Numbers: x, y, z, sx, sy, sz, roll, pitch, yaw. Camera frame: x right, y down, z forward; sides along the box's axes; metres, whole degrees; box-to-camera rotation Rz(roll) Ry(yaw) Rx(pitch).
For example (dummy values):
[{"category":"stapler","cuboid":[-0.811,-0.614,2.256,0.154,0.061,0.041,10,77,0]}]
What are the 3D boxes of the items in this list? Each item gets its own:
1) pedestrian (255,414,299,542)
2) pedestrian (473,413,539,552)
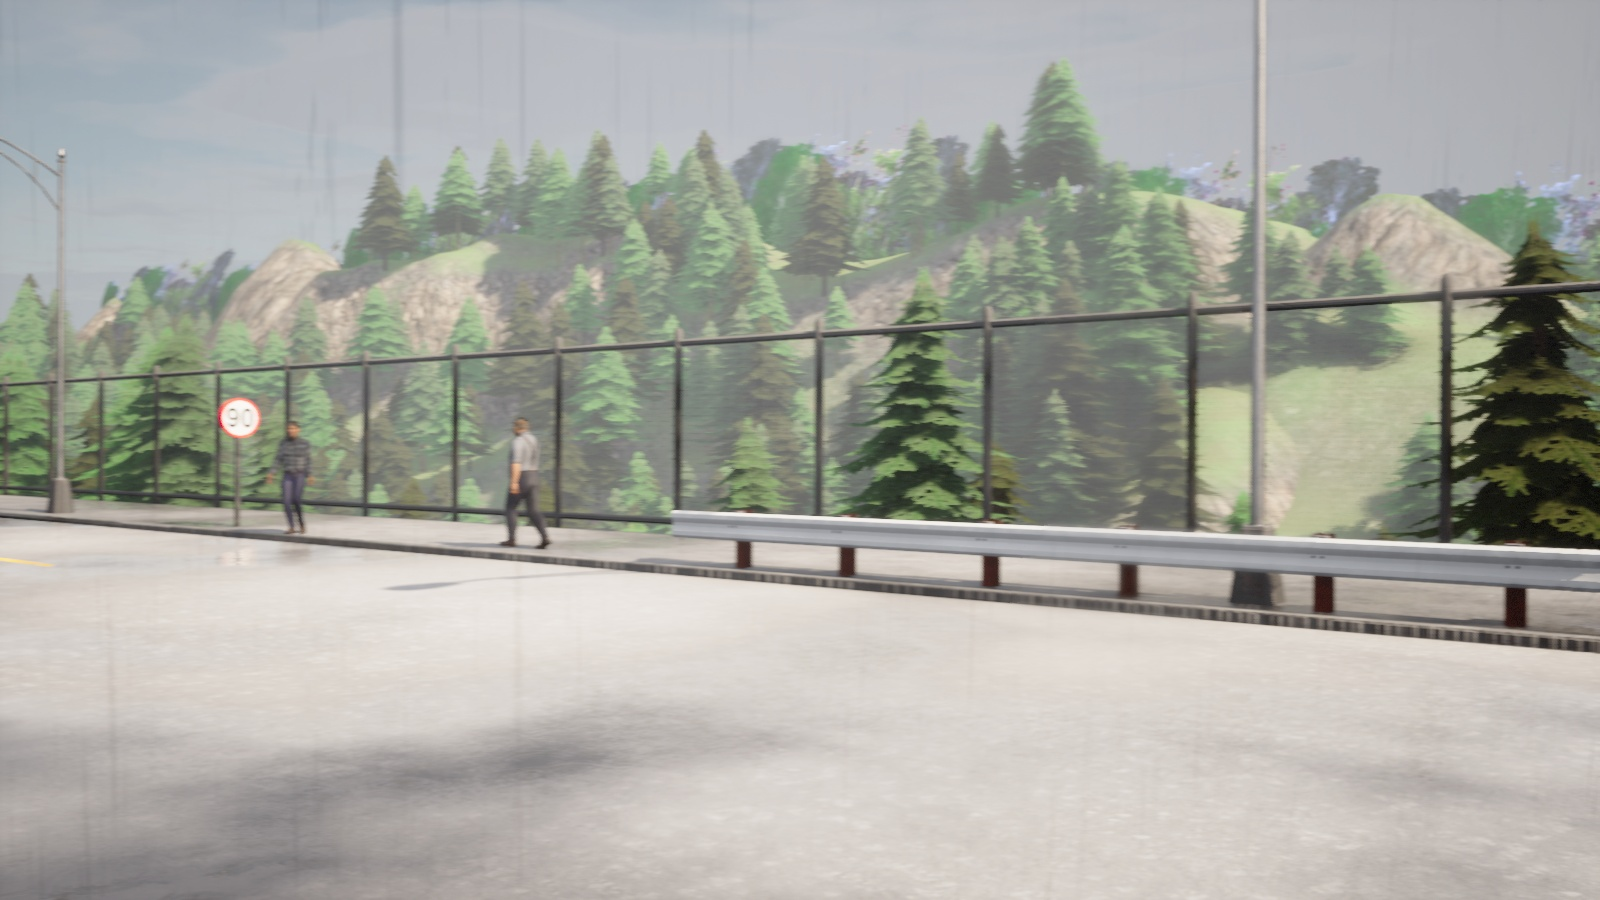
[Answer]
[{"category":"pedestrian","cuboid":[-8.177,0.429,19.659,0.423,1.949,0.788,0,0,-5]},{"category":"pedestrian","cuboid":[-4.009,0.433,17.118,0.694,1.848,0.540,0,0,28]}]
